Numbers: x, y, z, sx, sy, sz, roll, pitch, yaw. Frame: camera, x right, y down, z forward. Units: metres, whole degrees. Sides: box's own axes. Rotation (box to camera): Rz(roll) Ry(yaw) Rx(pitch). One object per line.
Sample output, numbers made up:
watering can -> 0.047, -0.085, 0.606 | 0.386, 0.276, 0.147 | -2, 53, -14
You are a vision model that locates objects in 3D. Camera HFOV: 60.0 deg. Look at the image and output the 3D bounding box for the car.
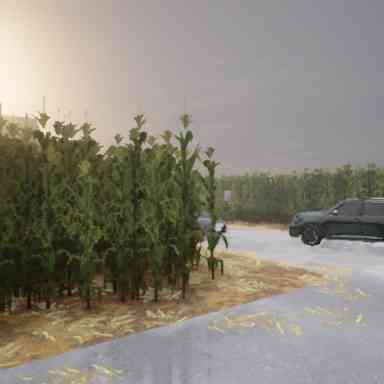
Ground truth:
car -> 7.035, 1.264, 14.004 | 5.566, 2.045, 2.150 | 0, 2, 28
